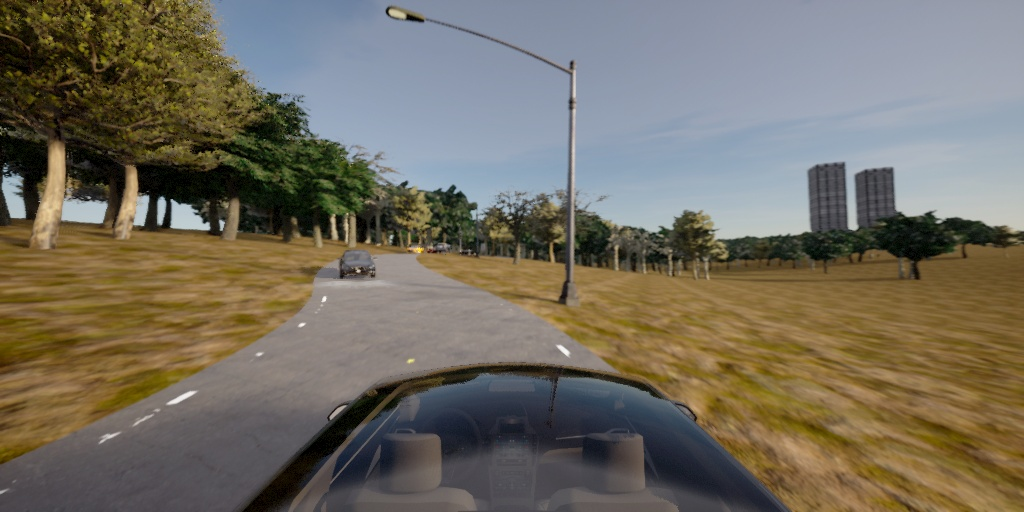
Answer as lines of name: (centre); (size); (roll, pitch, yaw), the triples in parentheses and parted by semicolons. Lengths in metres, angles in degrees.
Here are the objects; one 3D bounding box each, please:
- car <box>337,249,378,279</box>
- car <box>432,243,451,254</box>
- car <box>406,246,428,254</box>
car: (-9.083, 0.406, 20.987); (1.837, 1.490, 4.892); (0, 4, -25)
car: (-10.944, -1.255, 57.169); (1.970, 1.475, 3.806); (-1, 0, 1)
car: (-16.850, -1.060, 62.419); (1.882, 1.535, 5.008); (-1, -1, 5)
